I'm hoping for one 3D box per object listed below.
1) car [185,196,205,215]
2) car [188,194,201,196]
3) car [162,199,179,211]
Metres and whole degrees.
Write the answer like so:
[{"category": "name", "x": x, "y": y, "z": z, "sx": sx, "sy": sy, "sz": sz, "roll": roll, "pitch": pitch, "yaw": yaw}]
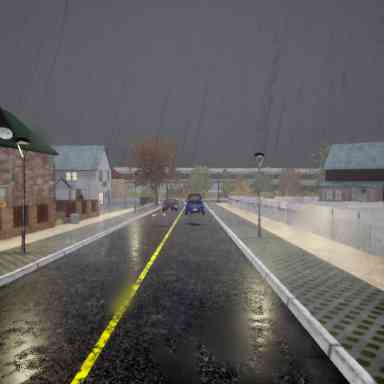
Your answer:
[{"category": "car", "x": 0.292, "y": 1.469, "z": 33.636, "sx": 1.882, "sy": 1.535, "sz": 5.008, "roll": 0, "pitch": 0, "yaw": 0}, {"category": "car", "x": 0.350, "y": 1.221, "z": 44.173, "sx": 2.150, "sy": 2.045, "sz": 5.566, "roll": 0, "pitch": 0, "yaw": 0}, {"category": "car", "x": -2.520, "y": 1.543, "z": 40.243, "sx": 2.033, "sy": 1.411, "sz": 5.357, "roll": 0, "pitch": 0, "yaw": 0}]
